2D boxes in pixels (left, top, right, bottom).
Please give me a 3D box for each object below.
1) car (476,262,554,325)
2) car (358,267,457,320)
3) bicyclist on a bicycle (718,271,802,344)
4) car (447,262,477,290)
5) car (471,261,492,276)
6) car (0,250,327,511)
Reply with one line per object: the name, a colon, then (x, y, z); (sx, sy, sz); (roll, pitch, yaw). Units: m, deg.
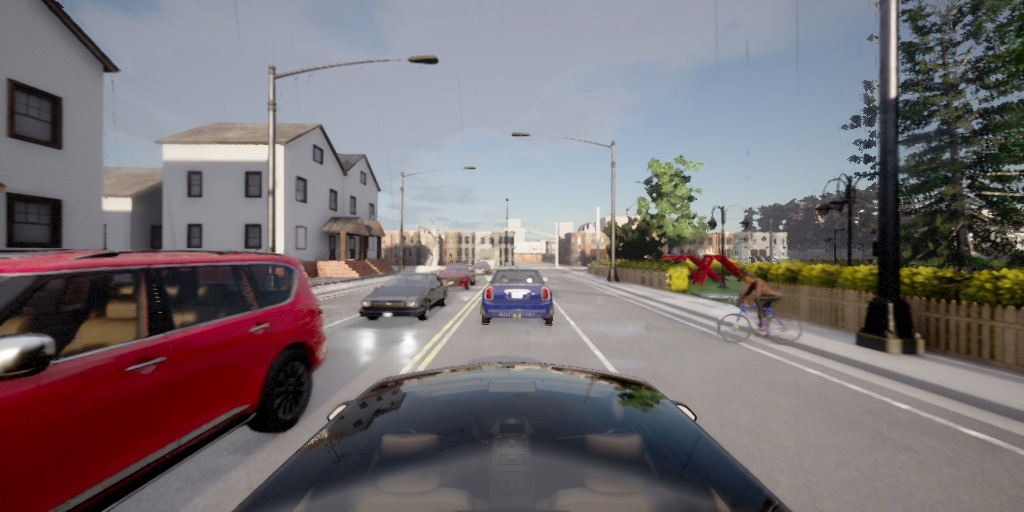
car: (0.163, 1.114, 12.088); (2.097, 1.767, 4.553); (0, 0, 0)
car: (-3.527, 1.297, 12.879); (2.033, 1.411, 5.357); (0, 0, 0)
bicyclist on a bicycle: (5.466, 1.152, 7.981); (1.656, 1.620, 0.582); (-3, -2, 15)
car: (-3.441, 1.238, 22.971); (1.882, 1.535, 5.008); (0, 0, 0)
car: (-3.233, 1.325, 38.421); (1.812, 1.442, 4.674); (0, 0, 0)
car: (-3.607, 0.959, 2.636); (2.150, 2.045, 5.566); (0, 0, 0)
